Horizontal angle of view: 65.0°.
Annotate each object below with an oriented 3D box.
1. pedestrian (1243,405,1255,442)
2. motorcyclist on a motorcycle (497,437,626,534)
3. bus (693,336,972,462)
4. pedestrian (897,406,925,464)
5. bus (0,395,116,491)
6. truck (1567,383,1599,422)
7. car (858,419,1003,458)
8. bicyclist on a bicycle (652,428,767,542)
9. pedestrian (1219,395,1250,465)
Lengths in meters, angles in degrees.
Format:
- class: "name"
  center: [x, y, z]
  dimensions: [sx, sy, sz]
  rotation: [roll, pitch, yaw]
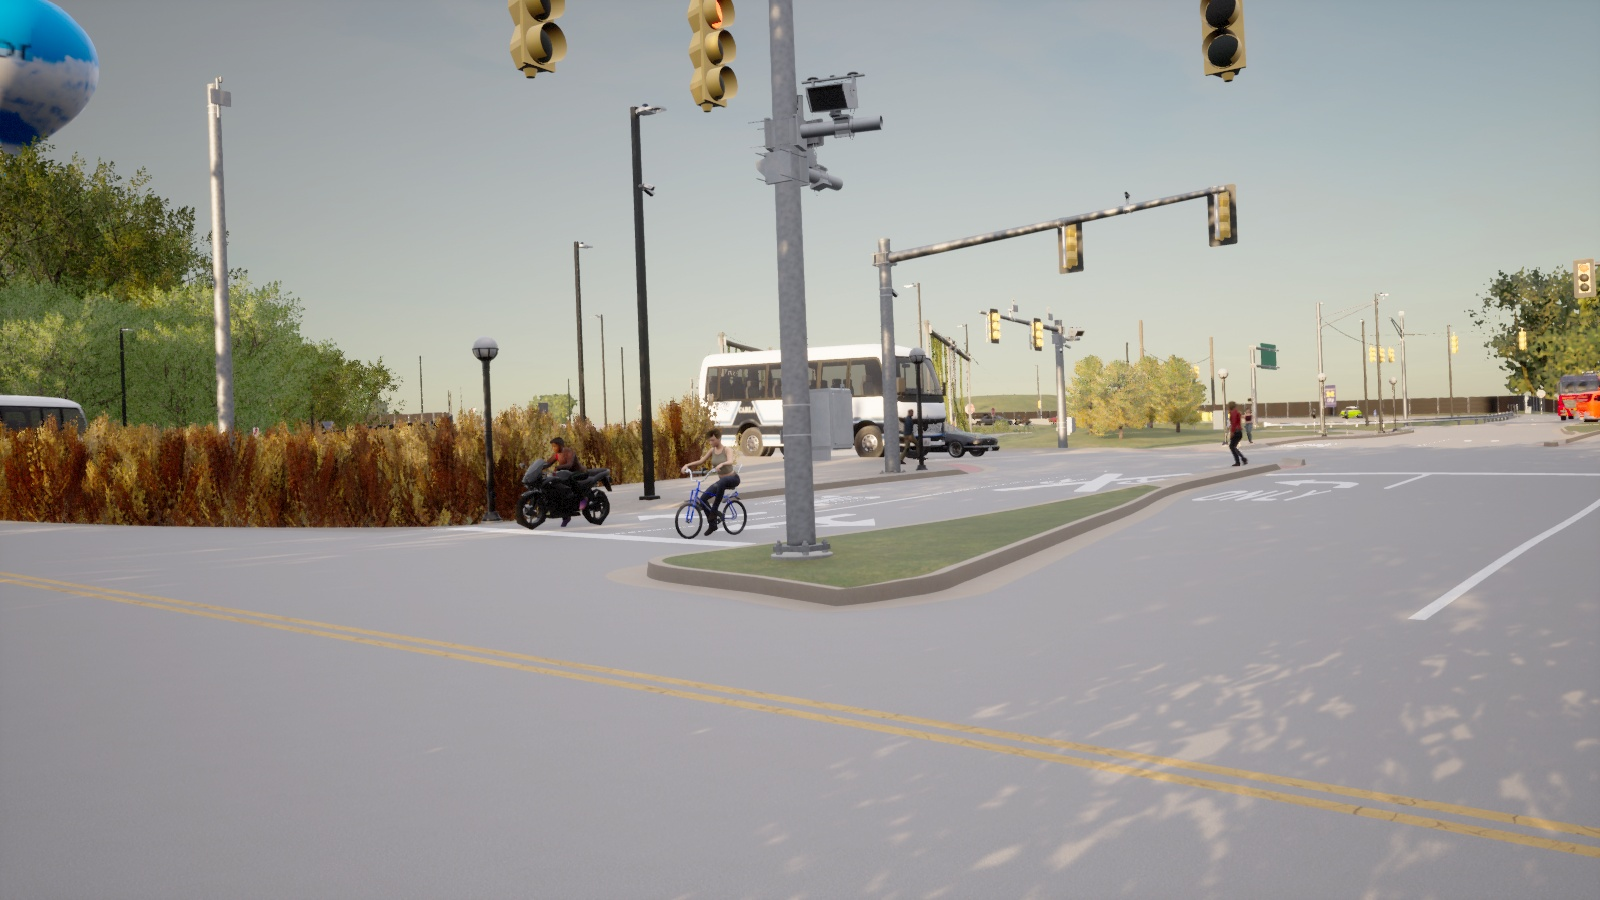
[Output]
- class: "pedestrian"
  center: [22.395, -1.320, 62.651]
  dimensions: [0.345, 1.836, 0.594]
  rotation: [-3, 0, 38]
- class: "motorcyclist on a motorcycle"
  center: [-3.960, 0.558, 20.982]
  dimensions: [0.797, 1.523, 2.044]
  rotation: [-1, 0, 39]
- class: "bus"
  center: [1.020, -1.757, 47.453]
  dimensions: [10.273, 4.253, 3.944]
  rotation: [0, 1, 41]
- class: "pedestrian"
  center: [3.538, -0.477, 40.121]
  dimensions: [0.726, 1.842, 0.402]
  rotation: [-2, 0, -8]
- class: "bus"
  center: [-37.246, -0.266, 58.663]
  dimensions: [3.944, 4.253, 10.273]
  rotation: [-3, 1, 6]
- class: "truck"
  center: [53.361, -3.155, 81.761]
  dimensions: [5.204, 2.467, 2.627]
  rotation: [-2, 1, -1]
- class: "car"
  center: [5.062, -0.438, 49.106]
  dimensions: [5.357, 1.411, 2.033]
  rotation: [0, 1, 37]
- class: "bicyclist on a bicycle"
  center: [-1.330, 0.497, 18.664]
  dimensions: [0.866, 1.612, 1.509]
  rotation: [-1, 0, 41]
- class: "pedestrian"
  center: [11.610, -0.527, 33.535]
  dimensions: [0.636, 1.846, 0.331]
  rotation: [-3, 0, 44]
